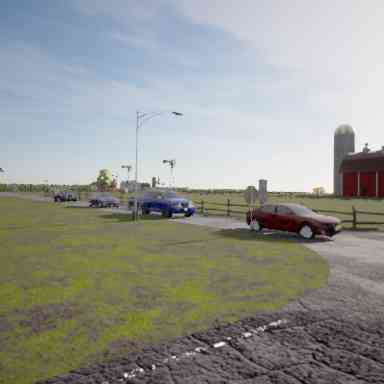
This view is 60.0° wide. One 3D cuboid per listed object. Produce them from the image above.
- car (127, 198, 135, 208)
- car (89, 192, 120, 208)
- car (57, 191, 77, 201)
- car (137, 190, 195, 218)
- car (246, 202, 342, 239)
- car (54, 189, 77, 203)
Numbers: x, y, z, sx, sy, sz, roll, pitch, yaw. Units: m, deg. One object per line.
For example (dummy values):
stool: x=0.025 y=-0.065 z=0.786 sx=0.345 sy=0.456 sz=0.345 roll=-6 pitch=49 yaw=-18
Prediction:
car: x=-5.317 y=1.105 z=35.754 sx=1.812 sy=1.442 sz=4.674 roll=1 pitch=0 yaw=-36
car: x=-9.705 y=0.837 z=36.787 sx=2.097 sy=1.767 sz=4.553 roll=1 pitch=0 yaw=-36
car: x=-22.135 y=0.675 z=58.906 sx=2.128 sy=1.511 sz=4.902 roll=1 pitch=0 yaw=-36
car: x=-2.054 y=0.893 z=26.243 sx=2.150 sy=2.045 sz=5.566 roll=1 pitch=0 yaw=-36
car: x=4.907 y=1.322 z=16.649 sx=1.882 sy=1.535 sz=5.008 roll=1 pitch=0 yaw=-36
car: x=-18.993 y=0.593 z=49.737 sx=2.150 sy=2.045 sz=5.566 roll=1 pitch=0 yaw=-36
